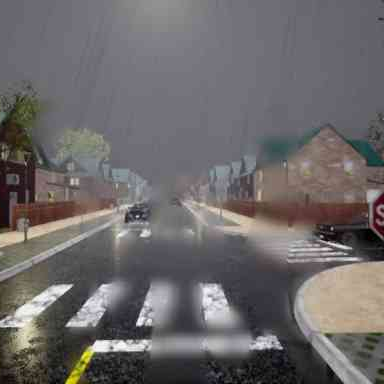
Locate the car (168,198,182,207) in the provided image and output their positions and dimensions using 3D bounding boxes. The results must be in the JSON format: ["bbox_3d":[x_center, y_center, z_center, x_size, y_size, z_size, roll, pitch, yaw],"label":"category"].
[{"bbox_3d":[-2.778,1.699,54.931,1.837,1.490,4.892,0,0,-3],"label":"car"}]

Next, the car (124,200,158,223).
[{"bbox_3d":[-3.993,1.595,25.917,1.994,1.385,4.181,0,0,-2],"label":"car"}]

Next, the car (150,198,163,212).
[{"bbox_3d":[-4.526,1.618,35.286,2.033,1.411,5.357,0,0,-3],"label":"car"}]

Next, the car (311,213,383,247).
[{"bbox_3d":[7.676,1.556,14.292,4.718,1.301,1.895,0,-1,-6],"label":"car"}]

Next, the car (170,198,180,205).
[{"bbox_3d":[-3.360,1.877,65.360,1.895,1.301,4.718,0,-1,-3],"label":"car"}]
